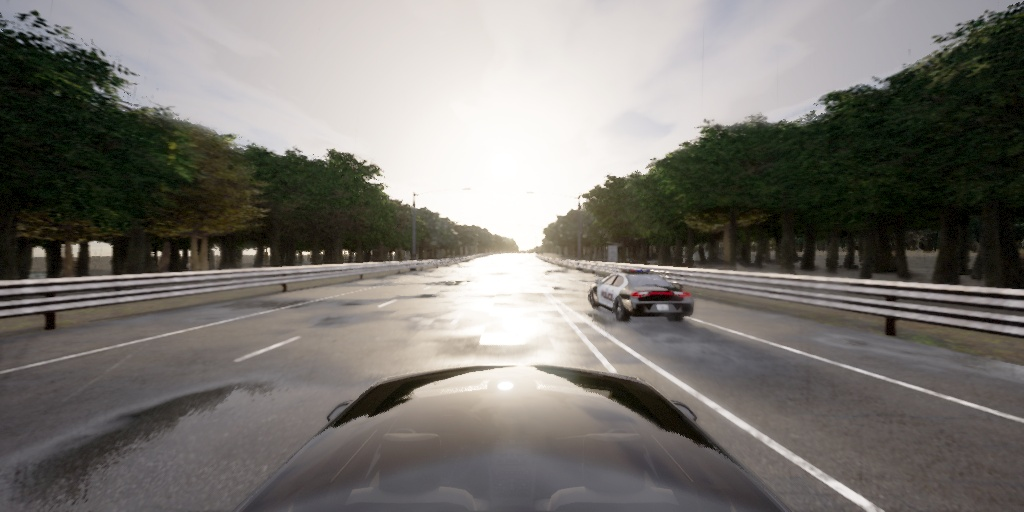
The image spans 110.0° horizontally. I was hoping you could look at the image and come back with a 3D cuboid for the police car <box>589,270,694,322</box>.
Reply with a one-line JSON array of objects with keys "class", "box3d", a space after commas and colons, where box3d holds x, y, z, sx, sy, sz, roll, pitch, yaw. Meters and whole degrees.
[{"class": "police car", "box3d": [4.113, 1.259, 12.467, 2.038, 1.542, 4.974, 0, 0, -3]}]
